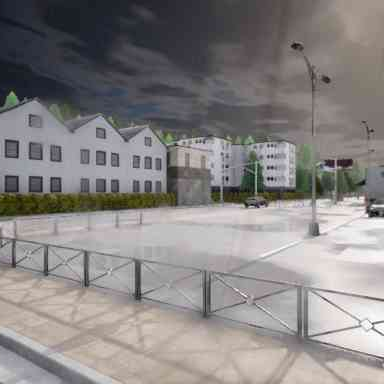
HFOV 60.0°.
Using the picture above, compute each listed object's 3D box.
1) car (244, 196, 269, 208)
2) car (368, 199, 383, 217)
[{"bbox_3d":[8.480,1.300,43.466,2.128,1.511,4.902,0,0,33],"label":"car"},{"bbox_3d":[15.477,1.298,26.771,2.007,1.523,4.514,0,0,35],"label":"car"}]
